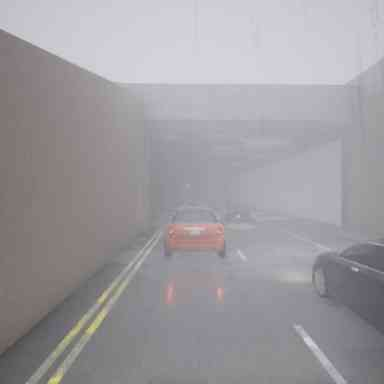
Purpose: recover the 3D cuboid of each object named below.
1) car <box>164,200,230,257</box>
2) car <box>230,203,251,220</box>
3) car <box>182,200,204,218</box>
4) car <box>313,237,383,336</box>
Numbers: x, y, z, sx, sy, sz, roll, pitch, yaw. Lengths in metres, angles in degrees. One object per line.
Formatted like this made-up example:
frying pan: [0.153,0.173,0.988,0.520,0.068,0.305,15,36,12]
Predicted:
car: [0.098,1.335,12.953,2.097,1.767,4.553,0,0,0]
car: [3.597,1.565,27.789,1.895,1.301,4.718,0,0,0]
car: [0.084,1.486,30.404,1.812,1.442,4.674,0,0,0]
car: [3.589,1.499,5.504,1.837,1.490,4.892,0,0,0]
